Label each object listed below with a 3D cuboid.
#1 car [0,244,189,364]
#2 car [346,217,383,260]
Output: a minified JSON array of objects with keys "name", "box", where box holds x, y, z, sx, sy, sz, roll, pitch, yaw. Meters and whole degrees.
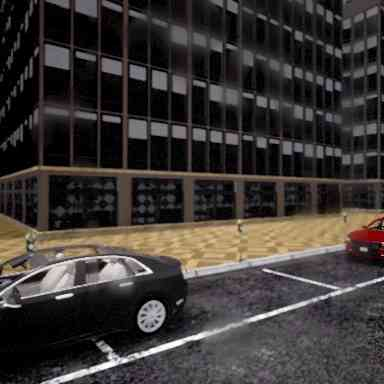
[{"name":"car","box":[-2.101,1.551,5.056,4.403,1.369,2.008,0,0,-35]},{"name":"car","box":[7.175,1.537,11.655,4.507,1.381,1.887,0,0,-35]}]
